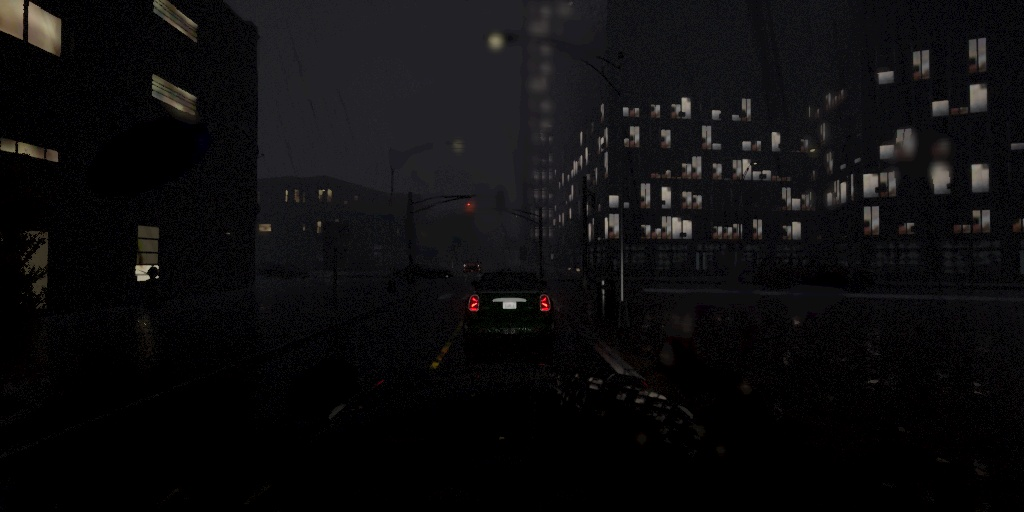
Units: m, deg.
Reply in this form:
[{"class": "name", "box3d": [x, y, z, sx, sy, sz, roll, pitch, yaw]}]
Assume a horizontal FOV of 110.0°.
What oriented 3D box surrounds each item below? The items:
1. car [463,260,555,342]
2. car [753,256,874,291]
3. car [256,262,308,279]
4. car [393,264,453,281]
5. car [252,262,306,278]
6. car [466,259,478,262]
[{"class": "car", "box3d": [-0.088, 1.104, 9.990, 2.097, 1.767, 4.553, 0, 0, -1]}, {"class": "car", "box3d": [16.022, 0.931, 19.378, 5.009, 1.841, 2.192, 0, 0, 19]}, {"class": "car", "box3d": [-20.166, 1.320, 31.691, 4.313, 1.339, 1.948, 0, 0, 19]}, {"class": "car", "box3d": [-7.390, 1.354, 30.000, 4.718, 1.301, 1.895, 0, -1, 19]}, {"class": "car", "box3d": [-22.876, 1.312, 35.215, 4.892, 1.490, 1.837, 0, -1, 19]}, {"class": "car", "box3d": [-4.724, 1.112, 42.737, 2.097, 1.767, 4.553, 0, 0, -5]}]
